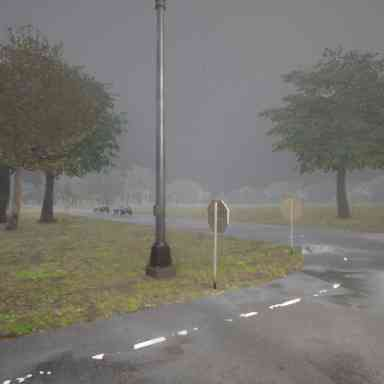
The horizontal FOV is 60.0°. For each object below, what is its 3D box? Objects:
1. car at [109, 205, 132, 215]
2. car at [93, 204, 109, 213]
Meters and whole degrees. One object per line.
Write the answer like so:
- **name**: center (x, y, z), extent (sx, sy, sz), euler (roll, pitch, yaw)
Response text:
- **car**: center (-11.122, 2.898, 52.940), extent (1.837, 1.490, 4.892), euler (2, -2, -33)
- **car**: center (-16.657, 3.067, 61.219), extent (1.837, 1.490, 4.892), euler (2, -2, -34)
